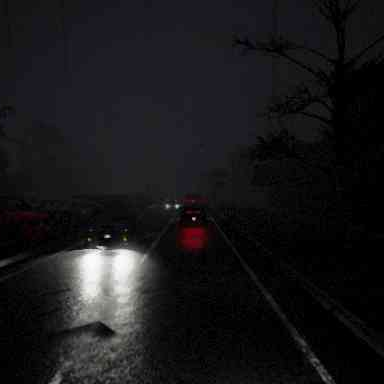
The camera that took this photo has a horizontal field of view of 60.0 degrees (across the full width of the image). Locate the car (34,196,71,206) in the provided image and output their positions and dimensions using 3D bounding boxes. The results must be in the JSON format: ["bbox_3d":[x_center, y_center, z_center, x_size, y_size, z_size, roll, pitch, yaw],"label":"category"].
[{"bbox_3d":[-22.003,1.379,52.684,4.892,1.521,2.231,0,0,0],"label":"car"}]

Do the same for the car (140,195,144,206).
[{"bbox_3d":[-8.920,1.480,42.231,4.674,1.452,2.002,0,0,0],"label":"car"}]

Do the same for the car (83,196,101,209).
[{"bbox_3d":[-8.942,1.338,22.605,4.553,1.767,2.185,0,0,0],"label":"car"}]

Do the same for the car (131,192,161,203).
[{"bbox_3d":[-8.909,1.025,64.662,5.566,2.045,2.435,0,0,0],"label":"car"}]

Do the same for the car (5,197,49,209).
[{"bbox_3d":[-21.975,1.465,44.358,4.792,1.488,2.163,0,0,0],"label":"car"}]

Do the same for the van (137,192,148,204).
[{"bbox_3d":[-9.043,1.184,47.840,4.442,1.987,1.878,0,0,0],"label":"van"}]

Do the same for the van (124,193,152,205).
[{"bbox_3d":[-9.049,1.121,56.252,4.442,1.987,1.878,0,0,0],"label":"van"}]

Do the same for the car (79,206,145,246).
[{"bbox_3d":[-3.337,1.554,15.087,1.994,1.385,4.181,0,0,0],"label":"car"}]

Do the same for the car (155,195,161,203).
[{"bbox_3d":[-8.750,1.297,61.860,5.366,1.575,1.946,0,0,0],"label":"car"}]

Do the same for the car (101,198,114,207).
[{"bbox_3d":[-8.906,1.463,25.408,4.892,1.521,2.231,0,0,0],"label":"car"}]

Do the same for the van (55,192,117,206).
[{"bbox_3d":[-9.031,1.235,28.212,4.442,1.987,1.878,0,0,0],"label":"van"}]

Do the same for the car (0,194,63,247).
[{"bbox_3d":[-8.877,1.216,14.195,5.566,2.045,2.435,0,0,0],"label":"car"}]

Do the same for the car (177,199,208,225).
[{"bbox_3d":[0.119,1.485,24.149,1.837,1.490,4.892,0,0,0],"label":"car"}]

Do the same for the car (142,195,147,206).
[{"bbox_3d":[-8.954,1.458,45.039,4.792,1.488,2.163,0,0,0],"label":"car"}]

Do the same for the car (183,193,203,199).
[{"bbox_3d":[0.131,1.154,40.599,2.150,2.045,5.566,0,1,0],"label":"car"}]

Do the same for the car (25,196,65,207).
[{"bbox_3d":[-22.002,1.399,49.906,5.008,1.535,2.097,0,0,0],"label":"car"}]

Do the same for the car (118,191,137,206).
[{"bbox_3d":[-8.890,1.207,33.819,5.566,2.045,2.435,0,0,0],"label":"car"}]

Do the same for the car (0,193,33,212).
[{"bbox_3d":[-21.972,1.201,38.799,5.566,2.045,2.435,0,0,0],"label":"car"}]

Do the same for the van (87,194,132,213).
[{"bbox_3d":[-9.036,1.231,36.620,4.442,1.987,1.878,0,0,0],"label":"van"}]

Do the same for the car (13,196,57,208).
[{"bbox_3d":[-22.191,1.414,47.129,5.366,1.575,1.946,0,0,0],"label":"car"}]

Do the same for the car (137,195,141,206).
[{"bbox_3d":[-8.928,1.450,39.428,4.892,1.521,2.231,0,0,0],"label":"car"}]

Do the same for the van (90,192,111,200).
[{"bbox_3d":[-22.144,0.921,80.436,4.442,1.987,1.878,0,0,0],"label":"van"}]

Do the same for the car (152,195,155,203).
[{"bbox_3d":[-8.925,1.370,53.451,5.008,1.535,2.097,0,0,0],"label":"car"}]

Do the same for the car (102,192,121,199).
[{"bbox_3d":[-22.066,0.931,91.540,4.553,1.767,2.185,0,0,0],"label":"car"}]

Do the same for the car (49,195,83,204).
[{"bbox_3d":[-22.018,1.332,58.234,5.008,1.535,2.097,0,0,0],"label":"car"}]

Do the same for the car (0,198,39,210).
[{"bbox_3d":[-22.031,1.474,41.574,4.792,1.488,2.163,0,0,0],"label":"car"}]

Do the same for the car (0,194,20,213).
[{"bbox_3d":[-22.027,1.208,36.022,5.566,2.045,2.435,0,0,0],"label":"car"}]

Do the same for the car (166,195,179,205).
[{"bbox_3d":[-3.267,1.324,56.531,1.882,1.535,5.008,0,1,0],"label":"car"}]

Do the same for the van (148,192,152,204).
[{"bbox_3d":[-8.812,1.166,50.642,4.442,1.987,1.878,0,0,0],"label":"van"}]

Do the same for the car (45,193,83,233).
[{"bbox_3d":[-8.879,1.215,16.999,5.566,2.045,2.435,0,0,0],"label":"car"}]

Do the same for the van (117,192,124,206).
[{"bbox_3d":[-9.033,1.234,31.015,4.442,1.987,1.878,0,0,0],"label":"van"}]

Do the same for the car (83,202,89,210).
[{"bbox_3d":[-8.906,1.505,19.802,4.674,1.452,2.002,0,0,0],"label":"car"}]

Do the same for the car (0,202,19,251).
[{"bbox_3d":[-8.872,1.343,11.392,4.553,1.767,2.185,0,0,0],"label":"car"}]
